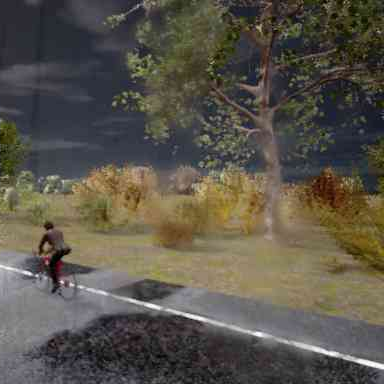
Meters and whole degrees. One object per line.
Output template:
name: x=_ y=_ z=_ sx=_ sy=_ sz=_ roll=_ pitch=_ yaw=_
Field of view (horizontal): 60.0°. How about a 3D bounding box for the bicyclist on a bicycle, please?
bicyclist on a bicycle: x=-3.010 y=1.469 z=7.203 sx=1.656 sy=1.620 sz=0.582 roll=-1 pitch=0 yaw=35
